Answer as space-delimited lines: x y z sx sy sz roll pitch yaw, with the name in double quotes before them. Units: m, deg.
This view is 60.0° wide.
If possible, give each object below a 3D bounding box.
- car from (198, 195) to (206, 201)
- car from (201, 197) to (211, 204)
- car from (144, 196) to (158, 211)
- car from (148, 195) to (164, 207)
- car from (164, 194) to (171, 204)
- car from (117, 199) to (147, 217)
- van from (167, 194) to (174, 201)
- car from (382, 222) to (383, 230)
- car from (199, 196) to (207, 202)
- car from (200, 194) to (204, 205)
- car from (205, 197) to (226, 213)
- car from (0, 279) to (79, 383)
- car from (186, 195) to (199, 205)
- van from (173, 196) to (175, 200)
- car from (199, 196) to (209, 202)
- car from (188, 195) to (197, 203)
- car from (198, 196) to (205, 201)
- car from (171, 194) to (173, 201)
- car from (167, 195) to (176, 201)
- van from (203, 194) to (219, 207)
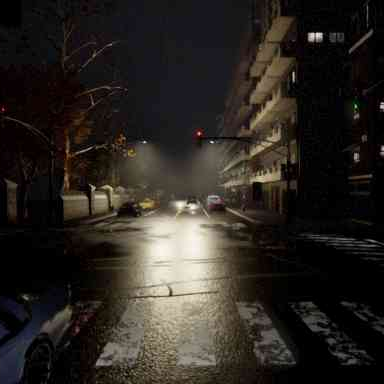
"car" 2.698 1.544 87.185 1.967 1.590 4.097 0 0 0
"car" 2.697 1.602 64.665 1.887 1.381 4.507 0 0 0
"car" -5.684 1.550 41.975 1.752 1.417 4.829 0 0 0
"car" -5.684 1.347 47.775 2.192 1.841 5.009 0 0 0
"car" -5.683 1.498 64.666 1.967 1.590 4.097 0 0 0
"car" -5.685 1.580 30.884 1.947 1.339 4.313 0 0 0
"van" -5.682 1.445 87.185 1.690 1.788 3.998 0 0 0
"car" 13.468 1.604 18.561 5.009 1.841 2.192 1 -1 -1
"car" 2.697 1.635 81.555 1.887 1.381 4.507 0 0 0
"car" 2.697 1.480 53.405 1.967 1.590 4.097 0 0 0
"car" 2.696 1.564 36.514 1.887 1.381 4.507 0 0 0
"car" -2.613 1.546 2.295 2.033 1.411 5.357 0 0 4
"car" 0.004 1.597 59.600 2.033 1.411 5.357 0 0 0
"van" -5.682 1.432 81.556 1.690 1.788 3.998 0 0 0
"car" 2.697 1.629 75.925 2.008 1.369 4.403 0 0 0
"car" 0.006 1.444 70.019 1.837 1.490 4.892 0 0 0
"car" 2.698 1.700 92.816 1.802 1.307 4.206 0 0 0
"car" -5.682 1.508 70.295 1.967 1.590 4.097 0 0 0
"car" -5.682 1.669 92.815 2.008 1.369 4.403 0 0 0
"van" 2.697 1.366 42.145 1.690 1.788 3.998 0 0 0
